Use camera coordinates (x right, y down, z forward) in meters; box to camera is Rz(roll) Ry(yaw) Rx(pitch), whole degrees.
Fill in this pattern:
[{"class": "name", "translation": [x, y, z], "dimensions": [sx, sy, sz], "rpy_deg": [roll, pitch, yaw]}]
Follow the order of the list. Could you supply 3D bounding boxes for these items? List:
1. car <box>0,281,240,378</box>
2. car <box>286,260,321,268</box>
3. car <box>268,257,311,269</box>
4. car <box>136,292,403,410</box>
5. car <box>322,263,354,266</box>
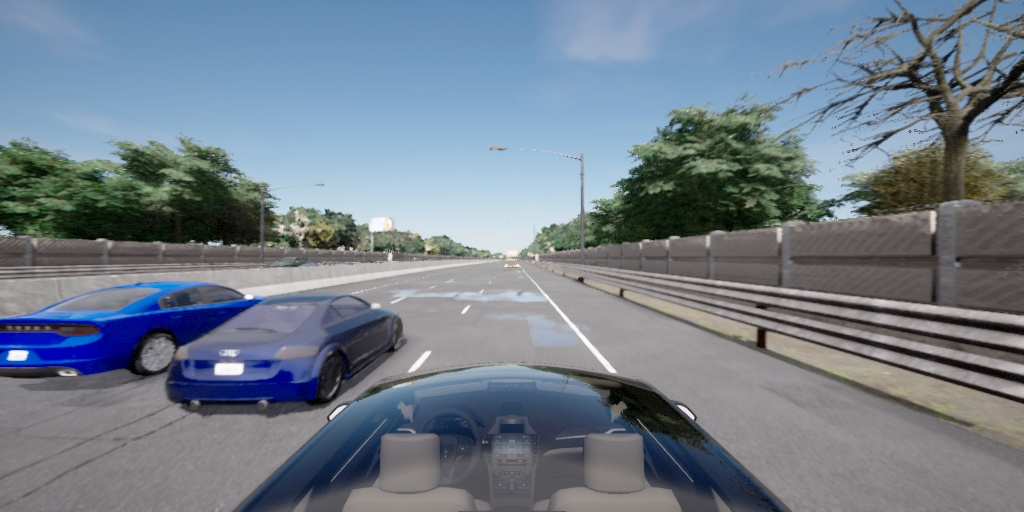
[{"class": "car", "translation": [-6.900, 1.245, 7.484], "dimensions": [1.882, 1.535, 5.008], "rpy_deg": [0, 0, 0]}, {"class": "car", "translation": [-21.065, 1.430, 37.498], "dimensions": [1.994, 1.385, 4.181], "rpy_deg": [0, 0, 0]}, {"class": "car", "translation": [-24.548, 1.097, 39.997], "dimensions": [2.150, 2.045, 5.566], "rpy_deg": [0, 0, 1]}, {"class": "car", "translation": [-3.400, 1.328, 6.317], "dimensions": [1.994, 1.385, 4.181], "rpy_deg": [0, 0, 0]}, {"class": "car", "translation": [-17.566, 1.431, 37.609], "dimensions": [1.994, 1.385, 4.181], "rpy_deg": [0, 0, 0]}]
